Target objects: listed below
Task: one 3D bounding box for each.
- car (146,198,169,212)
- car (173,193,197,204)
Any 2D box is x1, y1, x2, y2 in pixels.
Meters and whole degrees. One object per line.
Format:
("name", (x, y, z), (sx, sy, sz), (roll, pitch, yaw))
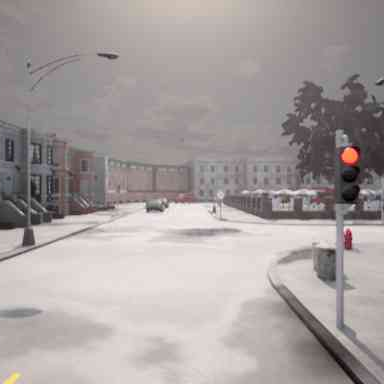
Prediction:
("car", (-4.164, 1.562, 38.517), (2.033, 1.411, 5.357), (0, 0, -1))
("car", (-1.390, 1.249, 65.663), (2.150, 2.045, 5.566), (0, -1, 44))
